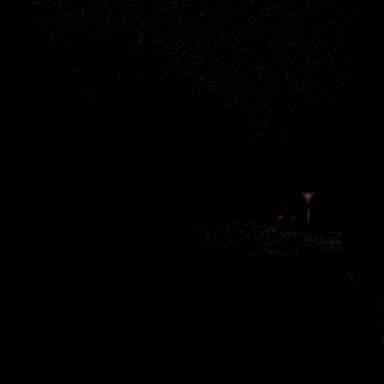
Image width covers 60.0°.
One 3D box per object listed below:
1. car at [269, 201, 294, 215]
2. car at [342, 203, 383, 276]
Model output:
[{"bbox_3d":[11.304,1.931,42.177,2.097,1.767,4.553,0,-1,0],"label":"car"},{"bbox_3d":[6.502,1.351,10.691,2.150,2.045,5.566,0,-1,12],"label":"car"}]
